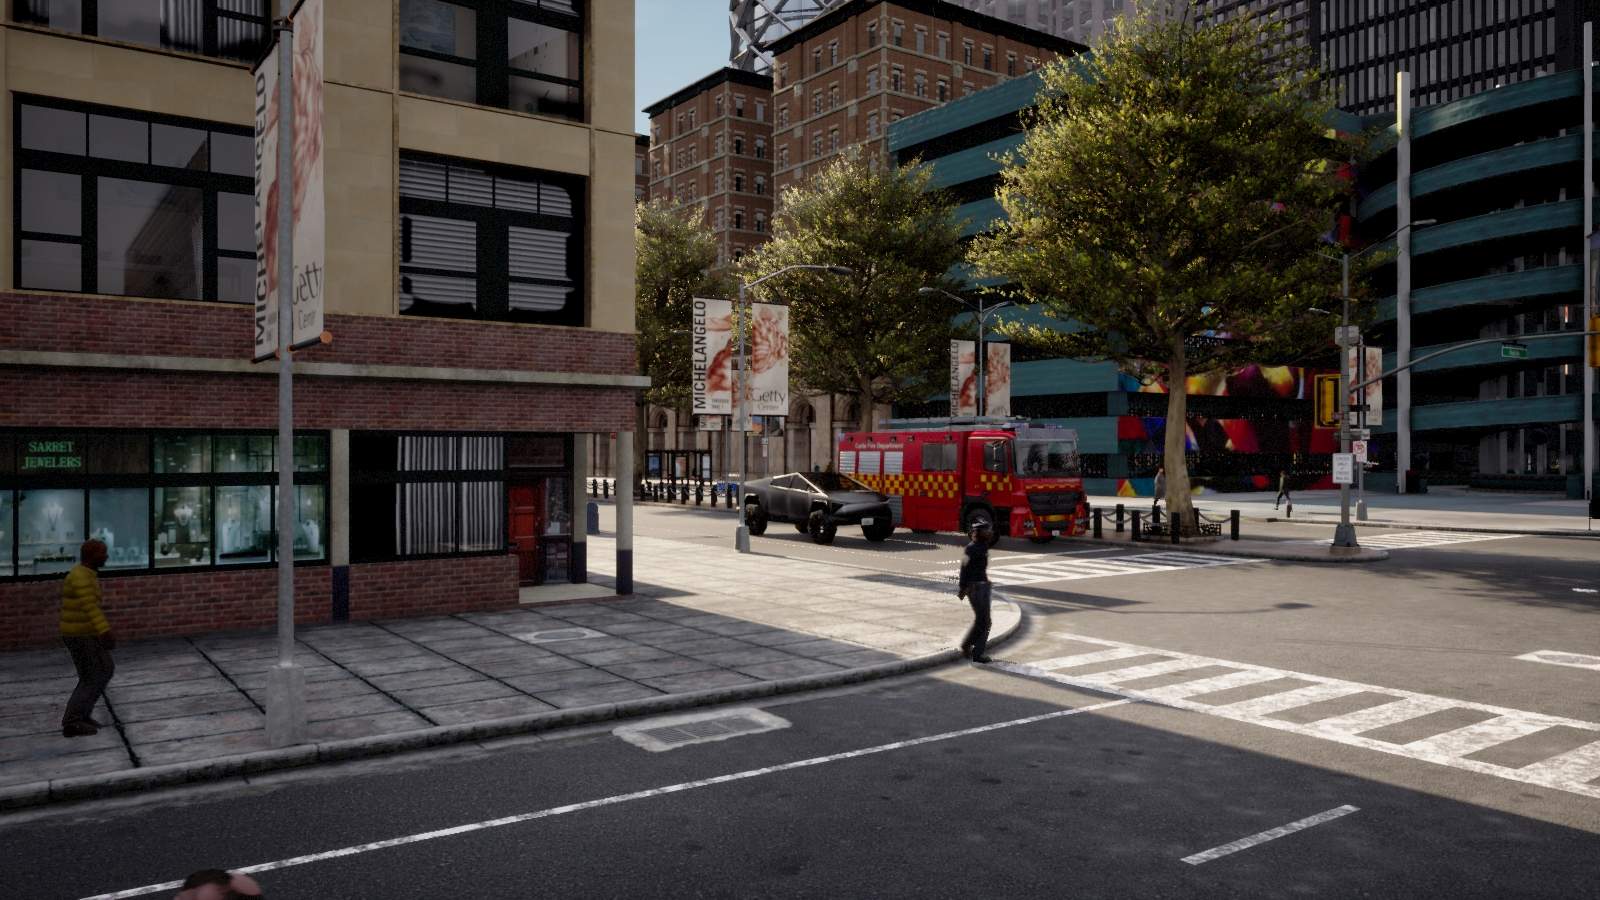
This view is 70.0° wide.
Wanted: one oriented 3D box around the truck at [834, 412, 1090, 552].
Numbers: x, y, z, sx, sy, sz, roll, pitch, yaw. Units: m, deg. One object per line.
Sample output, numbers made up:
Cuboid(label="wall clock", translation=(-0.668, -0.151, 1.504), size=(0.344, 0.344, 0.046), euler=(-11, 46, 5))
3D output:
Cuboid(label="truck", translation=(4.745, 0.881, 35.550), size=(2.891, 3.827, 8.468), euler=(0, 0, -35))

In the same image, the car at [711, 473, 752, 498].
Cuboid(label="car", translation=(-4.108, 2.106, 68.055), size=(1.481, 1.376, 2.207), euler=(0, 0, -35))

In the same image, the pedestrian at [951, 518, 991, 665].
Cuboid(label="pedestrian", translation=(2.240, 1.840, 14.984), size=(0.375, 1.860, 0.375), euler=(0, 0, 41))

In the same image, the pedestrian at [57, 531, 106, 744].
Cuboid(label="pedestrian", translation=(-6.590, 1.695, 10.479), size=(0.375, 1.860, 0.375), euler=(0, 0, -34))

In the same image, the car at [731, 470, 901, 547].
Cuboid(label="car", translation=(0.360, 1.745, 36.123), size=(2.390, 2.098, 6.274), euler=(0, 0, -31))

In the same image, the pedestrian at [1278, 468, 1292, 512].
Cuboid(label="pedestrian", translation=(20.357, 1.679, 47.945), size=(0.375, 1.860, 0.375), euler=(0, 0, -24))

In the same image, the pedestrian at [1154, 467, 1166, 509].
Cuboid(label="pedestrian", translation=(16.140, 1.681, 51.220), size=(0.375, 1.860, 0.375), euler=(0, 0, -30))
